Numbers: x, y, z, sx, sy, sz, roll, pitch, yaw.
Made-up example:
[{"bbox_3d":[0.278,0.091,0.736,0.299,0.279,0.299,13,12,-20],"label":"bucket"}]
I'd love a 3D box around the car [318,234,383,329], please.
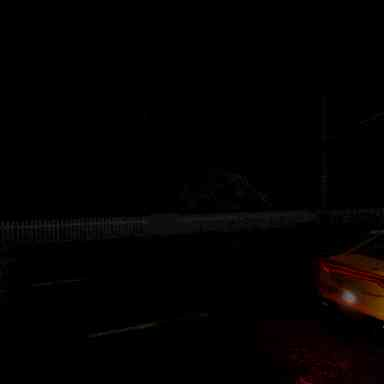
[{"bbox_3d":[4.655,1.454,6.124,5.008,1.535,1.882,0,0,-25],"label":"car"}]
